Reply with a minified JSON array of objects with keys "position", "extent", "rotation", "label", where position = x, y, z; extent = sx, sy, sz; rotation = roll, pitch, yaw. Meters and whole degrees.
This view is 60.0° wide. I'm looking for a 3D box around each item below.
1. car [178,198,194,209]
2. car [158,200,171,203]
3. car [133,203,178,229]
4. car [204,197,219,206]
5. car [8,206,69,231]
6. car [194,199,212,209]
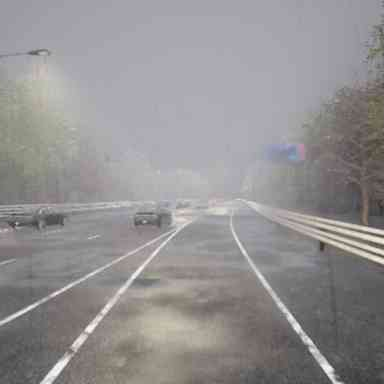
[{"position":[-1.517,2.283,58.996],"extent":[2.033,1.411,5.357],"rotation":[0,-1,8],"label":"car"},{"position":[-4.975,2.212,59.546],"extent":[2.128,1.511,4.902],"rotation":[0,-1,8],"label":"car"},{"position":[-2.701,1.755,23.713],"extent":[2.128,1.511,4.902],"rotation":[0,-1,8],"label":"car"},{"position":[4.547,2.384,77.957],"extent":[2.097,1.767,4.553],"rotation":[0,-1,8],"label":"car"},{"position":[-9.975,1.687,22.085],"extent":[2.128,1.511,4.902],"rotation":[0,-1,8],"label":"car"},{"position":[1.952,2.352,58.514],"extent":[1.895,1.301,4.718],"rotation":[0,-1,8],"label":"car"}]
